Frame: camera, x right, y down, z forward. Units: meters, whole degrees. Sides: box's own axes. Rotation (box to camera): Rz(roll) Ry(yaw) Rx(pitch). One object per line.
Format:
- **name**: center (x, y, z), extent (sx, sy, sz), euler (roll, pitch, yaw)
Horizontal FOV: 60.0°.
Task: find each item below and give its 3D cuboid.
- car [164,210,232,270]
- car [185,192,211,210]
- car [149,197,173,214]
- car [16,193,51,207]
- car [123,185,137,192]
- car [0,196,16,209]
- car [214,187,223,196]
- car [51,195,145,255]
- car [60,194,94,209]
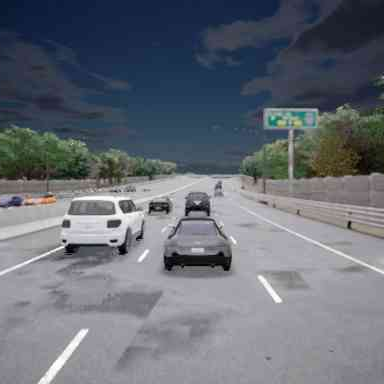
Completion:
- **car**: center (0.175, 1.531, 11.012), extent (1.994, 1.385, 4.181), euler (0, 0, 1)
- **car**: center (0.518, 0.979, 29.829), extent (2.150, 2.045, 5.566), euler (0, 1, 2)
- **car**: center (-2.928, 1.200, 31.805), extent (1.882, 1.535, 5.008), euler (0, 1, 2)
- **car**: center (-16.963, 0.972, 37.020), extent (2.097, 1.767, 4.553), euler (0, 1, 2)
- **car**: center (-14.768, -0.663, 79.501), extent (2.150, 2.045, 5.566), euler (0, 2, 4)
- **car**: center (-20.464, 1.144, 37.077), extent (1.812, 1.442, 4.674), euler (0, 1, 2)
- **car**: center (5.883, 0.146, 73.524), extent (2.033, 1.411, 5.357), euler (0, 2, 4)
- **car**: center (-3.302, 1.172, 13.333), extent (2.150, 2.045, 5.566), euler (0, 0, 1)
- **car**: center (-13.401, 1.069, 39.018), extent (2.128, 1.511, 4.902), euler (0, 1, 2)
